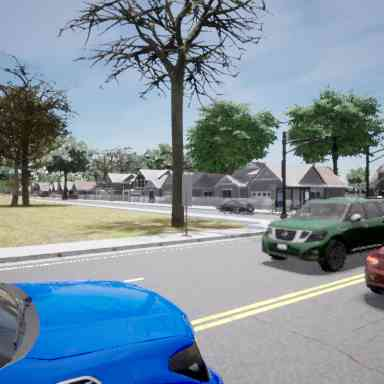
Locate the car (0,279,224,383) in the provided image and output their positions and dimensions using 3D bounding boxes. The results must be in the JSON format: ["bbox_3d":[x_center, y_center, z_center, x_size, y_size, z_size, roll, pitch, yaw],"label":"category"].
[{"bbox_3d":[-2.406,1.221,1.725,5.566,2.045,2.150,0,0,-36],"label":"car"}]

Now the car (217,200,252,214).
[{"bbox_3d":[4.574,1.559,35.231,1.812,1.442,4.674,0,0,-34],"label":"car"}]

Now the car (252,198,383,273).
[{"bbox_3d":[4.826,1.222,11.090,5.566,2.045,2.150,0,0,-35],"label":"car"}]

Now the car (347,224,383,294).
[{"bbox_3d":[5.670,1.525,7.459,4.674,1.442,1.812,0,0,-36],"label":"car"}]
